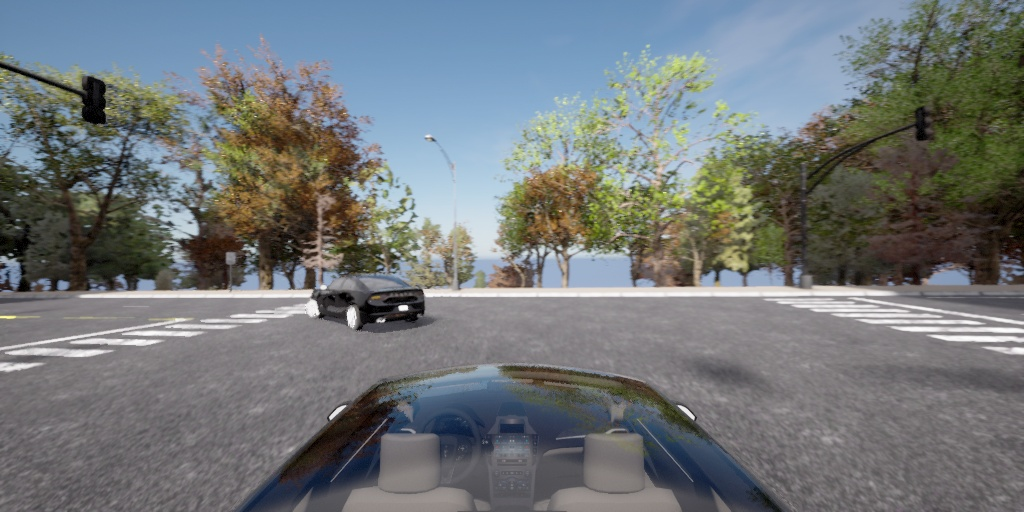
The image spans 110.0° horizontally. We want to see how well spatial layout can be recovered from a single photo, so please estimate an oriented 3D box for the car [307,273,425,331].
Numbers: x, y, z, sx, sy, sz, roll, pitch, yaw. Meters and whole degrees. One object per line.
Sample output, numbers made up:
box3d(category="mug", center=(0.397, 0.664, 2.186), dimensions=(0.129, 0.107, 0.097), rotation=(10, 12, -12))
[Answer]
box3d(category="car", center=(-4.747, 1.300, 11.391), dimensions=(5.008, 1.535, 1.882), rotation=(-1, -2, 43))
